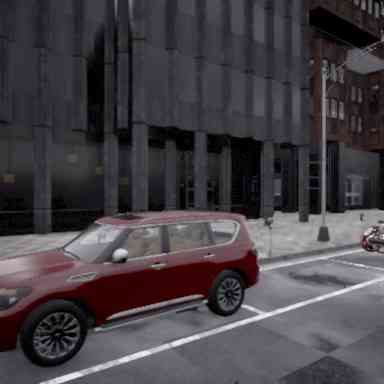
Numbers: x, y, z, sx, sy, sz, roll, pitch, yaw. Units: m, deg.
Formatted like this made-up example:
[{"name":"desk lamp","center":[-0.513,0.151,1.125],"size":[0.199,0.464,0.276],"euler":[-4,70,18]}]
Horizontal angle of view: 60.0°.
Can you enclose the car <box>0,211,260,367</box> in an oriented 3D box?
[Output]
[{"name":"car","center":[-0.963,1.315,5.960],"size":[5.009,1.841,2.192],"euler":[0,0,-36]}]

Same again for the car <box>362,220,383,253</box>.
[{"name":"car","center":[8.171,1.442,12.477],"size":[4.097,1.590,1.967],"euler":[0,0,-36]}]
